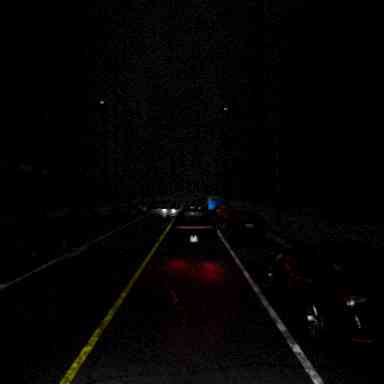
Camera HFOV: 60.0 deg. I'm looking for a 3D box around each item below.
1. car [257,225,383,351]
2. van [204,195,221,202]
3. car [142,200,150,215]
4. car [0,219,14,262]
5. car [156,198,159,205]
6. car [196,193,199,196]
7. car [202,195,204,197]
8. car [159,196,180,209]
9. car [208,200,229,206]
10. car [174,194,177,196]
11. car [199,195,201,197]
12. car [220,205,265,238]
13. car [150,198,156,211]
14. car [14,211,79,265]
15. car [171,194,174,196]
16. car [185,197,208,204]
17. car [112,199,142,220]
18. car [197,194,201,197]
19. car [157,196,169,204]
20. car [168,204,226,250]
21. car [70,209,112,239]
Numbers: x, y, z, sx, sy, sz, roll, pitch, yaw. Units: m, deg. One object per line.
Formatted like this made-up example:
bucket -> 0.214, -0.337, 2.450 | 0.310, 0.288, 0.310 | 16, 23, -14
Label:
car -> 2.673, 1.577, 6.243 | 1.947, 1.339, 4.313 | 1, 0, 0
van -> 2.661, 1.401, 39.992 | 1.690, 1.788, 3.998 | 1, 0, 0
car -> -5.863, 1.494, 34.360 | 1.967, 1.590, 4.097 | 1, 0, 0
car -> -5.850, 1.326, 6.237 | 2.192, 1.841, 5.009 | 1, 0, 0
car -> -5.874, 1.617, 56.858 | 1.887, 1.381, 4.507 | 1, 0, 0
car -> 2.637, 1.623, 90.614 | 1.887, 1.381, 4.507 | 1, 0, 0
car -> 2.658, 1.506, 45.616 | 1.967, 1.590, 4.097 | 1, 0, 0
car -> -3.104, 1.630, 46.156 | 1.994, 1.385, 4.181 | 0, 0, 0
car -> 2.663, 1.629, 28.743 | 1.802, 1.307, 4.206 | 1, 0, 0
car -> -5.889, 1.660, 90.605 | 1.802, 1.307, 4.206 | 1, 0, 0
car -> 2.652, 1.624, 56.866 | 2.008, 1.369, 4.403 | 1, 0, 0
car -> 2.668, 1.596, 17.492 | 1.947, 1.339, 4.313 | 1, 0, 0
car -> -5.867, 1.604, 39.984 | 1.887, 1.381, 4.507 | 1, 0, 0
car -> -5.855, 1.586, 11.862 | 1.947, 1.339, 4.313 | 1, 0, 0
car -> -5.883, 1.605, 79.185 | 1.752, 1.417, 4.829 | 1, 0, 0
car -> 0.072, 1.541, 30.316 | 2.128, 1.511, 4.902 | 0, 0, 0
car -> -5.862, 1.591, 28.735 | 1.887, 1.381, 4.507 | 1, 0, 0
car -> 2.647, 1.629, 68.115 | 2.008, 1.369, 4.403 | 1, 0, 0
car -> -5.879, 1.629, 68.106 | 2.008, 1.369, 4.403 | 1, 0, 0
car -> 0.076, 1.517, 14.515 | 2.128, 1.511, 4.902 | 0, 0, 0
car -> -5.857, 1.596, 17.485 | 1.947, 1.339, 4.313 | 1, 0, 0
